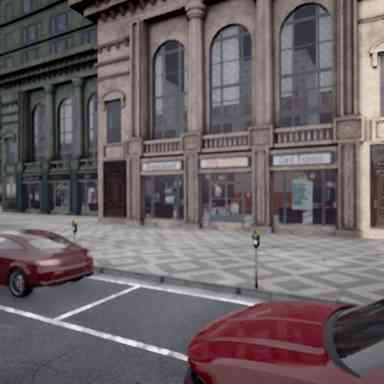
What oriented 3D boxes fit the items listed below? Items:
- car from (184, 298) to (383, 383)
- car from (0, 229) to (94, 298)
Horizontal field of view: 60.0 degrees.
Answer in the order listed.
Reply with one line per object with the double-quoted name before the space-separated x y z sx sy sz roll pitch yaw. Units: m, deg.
"car" 2.312 1.479 2.413 5.008 1.535 1.882 0 0 27
"car" -4.316 1.583 8.258 4.206 1.307 1.802 0 0 28
